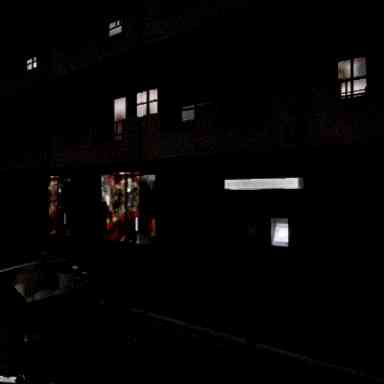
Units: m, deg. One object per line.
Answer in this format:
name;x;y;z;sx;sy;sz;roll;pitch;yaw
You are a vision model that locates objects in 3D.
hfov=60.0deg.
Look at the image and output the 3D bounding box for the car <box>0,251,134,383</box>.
car;-2.785;1.551;4.865;4.403;1.369;2.008;0;0;36
